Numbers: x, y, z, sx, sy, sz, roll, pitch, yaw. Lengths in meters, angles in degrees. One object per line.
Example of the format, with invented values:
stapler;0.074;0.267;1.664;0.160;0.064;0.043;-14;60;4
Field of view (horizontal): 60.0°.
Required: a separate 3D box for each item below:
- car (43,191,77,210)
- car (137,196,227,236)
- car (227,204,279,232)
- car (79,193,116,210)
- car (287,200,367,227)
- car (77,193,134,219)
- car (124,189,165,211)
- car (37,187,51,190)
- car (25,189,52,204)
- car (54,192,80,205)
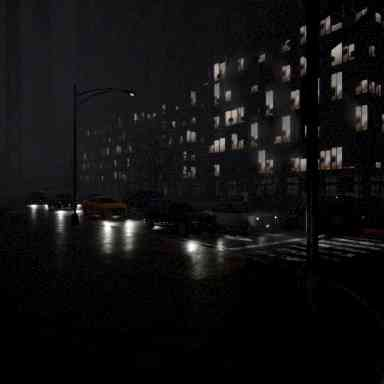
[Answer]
car;-12.828;0.898;32.755;1.837;1.490;4.892;0;1;-38
car;-0.704;1.231;17.297;1.882;1.535;5.008;0;1;-37
car;2.464;1.368;18.554;1.895;1.301;4.718;0;1;-39
car;-9.737;0.883;34.087;1.882;1.535;5.008;0;1;-38
car;8.526;1.263;21.469;1.882;1.535;5.008;-1;1;-39
car;-6.551;1.058;24.742;1.882;1.535;5.008;0;1;-38
car;-3.569;0.810;26.206;2.150;2.045;5.566;0;1;-38
car;-28.548;-0.025;63.726;2.150;2.045;5.566;0;1;-38
car;-19.193;0.707;40.968;1.837;1.490;4.892;0;1;-37
car;-15.837;0.749;41.938;1.812;1.442;4.674;0;1;-38
